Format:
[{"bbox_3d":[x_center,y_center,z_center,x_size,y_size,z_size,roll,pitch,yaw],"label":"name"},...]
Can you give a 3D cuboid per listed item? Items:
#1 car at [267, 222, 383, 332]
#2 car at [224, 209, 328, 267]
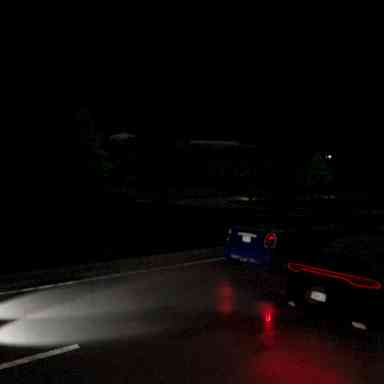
[{"bbox_3d":[3.966,1.438,6.578,5.008,1.535,1.882,-1,0,-36],"label":"car"},{"bbox_3d":[3.220,1.303,10.348,4.553,1.767,2.097,0,0,-36],"label":"car"}]
